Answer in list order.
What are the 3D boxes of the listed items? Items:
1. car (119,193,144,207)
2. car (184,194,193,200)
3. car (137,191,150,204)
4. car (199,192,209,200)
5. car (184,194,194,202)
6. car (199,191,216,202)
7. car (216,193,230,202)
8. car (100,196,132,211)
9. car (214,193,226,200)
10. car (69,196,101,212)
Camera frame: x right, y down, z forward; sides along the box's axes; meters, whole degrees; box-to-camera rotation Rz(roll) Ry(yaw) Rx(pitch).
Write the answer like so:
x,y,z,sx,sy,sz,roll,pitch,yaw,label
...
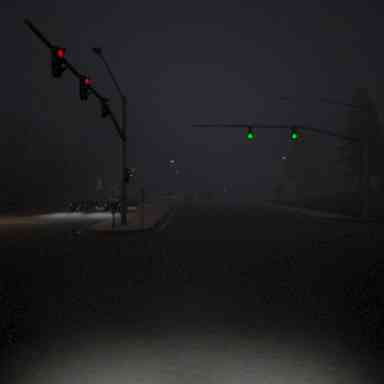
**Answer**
x,y,z,sx,sy,sz,roll,pitch,yaw,label
-8.417,1.287,46.201,2.033,1.411,5.357,0,0,-1,car
-0.773,1.084,74.930,1.994,1.385,4.181,0,0,-1,car
-8.529,0.901,56.905,2.150,2.045,5.566,0,0,0,car
2.726,0.899,74.979,2.097,1.767,4.553,0,0,-1,car
-0.610,1.116,64.491,1.882,1.535,5.008,0,0,-1,car
2.891,0.860,64.456,2.150,2.045,5.566,0,0,-1,car
6.383,1.162,64.975,1.812,1.442,4.674,0,0,-1,car
-8.274,1.395,36.556,1.895,1.301,4.718,0,0,-1,car
6.226,1.061,75.050,2.128,1.511,4.902,0,0,-1,car
-11.773,1.395,36.426,1.895,1.301,4.718,0,0,-1,car
